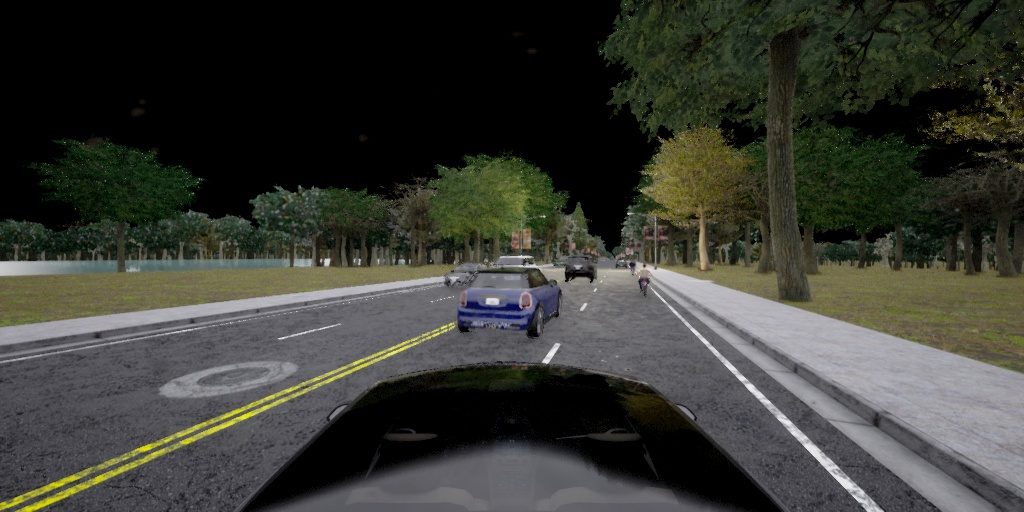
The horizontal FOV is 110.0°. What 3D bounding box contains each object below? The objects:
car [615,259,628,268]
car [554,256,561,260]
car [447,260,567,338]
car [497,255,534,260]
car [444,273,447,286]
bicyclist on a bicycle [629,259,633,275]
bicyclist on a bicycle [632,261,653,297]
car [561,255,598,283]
[{"bbox_3d":[18.577,1.312,60.915,1.812,1.442,4.674,0,0,16],"label":"car"},{"bbox_3d":[8.663,1.001,62.353,2.150,2.045,5.566,0,0,17],"label":"car"},{"bbox_3d":[0.159,1.104,10.529,2.097,1.767,4.553,0,0,17],"label":"car"},{"bbox_3d":[0.080,0.975,22.307,2.150,2.045,5.566,0,0,17],"label":"car"},{"bbox_3d":[-2.806,1.244,24.002,2.128,1.511,4.902,0,0,17],"label":"car"},{"bbox_3d":[11.030,1.129,32.820,0.659,1.776,1.843,0,0,17],"label":"bicyclist on a bicycle"},{"bbox_3d":[6.620,1.193,17.957,0.866,1.612,1.509,0,0,16],"label":"bicyclist on a bicycle"},{"bbox_3d":[5.605,0.978,28.773,2.150,2.045,5.566,0,0,17],"label":"car"}]
